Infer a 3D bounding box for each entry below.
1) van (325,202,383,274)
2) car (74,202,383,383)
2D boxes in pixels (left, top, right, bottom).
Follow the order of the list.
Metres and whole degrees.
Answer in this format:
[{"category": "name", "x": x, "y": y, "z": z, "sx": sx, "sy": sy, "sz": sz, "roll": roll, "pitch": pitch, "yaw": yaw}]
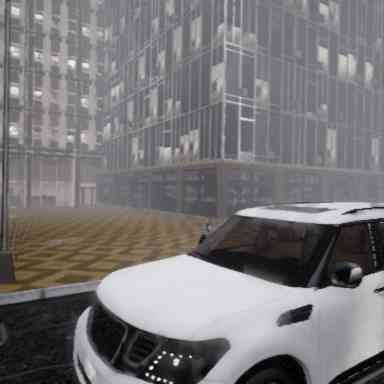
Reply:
[{"category": "van", "x": 6.274, "y": 1.281, "z": 10.684, "sx": 3.998, "sy": 1.788, "sz": 1.690, "roll": 0, "pitch": 1, "yaw": -33}, {"category": "car", "x": 1.459, "y": 1.183, "z": 4.336, "sx": 5.566, "sy": 2.045, "sz": 2.150, "roll": 0, "pitch": 1, "yaw": -33}]
